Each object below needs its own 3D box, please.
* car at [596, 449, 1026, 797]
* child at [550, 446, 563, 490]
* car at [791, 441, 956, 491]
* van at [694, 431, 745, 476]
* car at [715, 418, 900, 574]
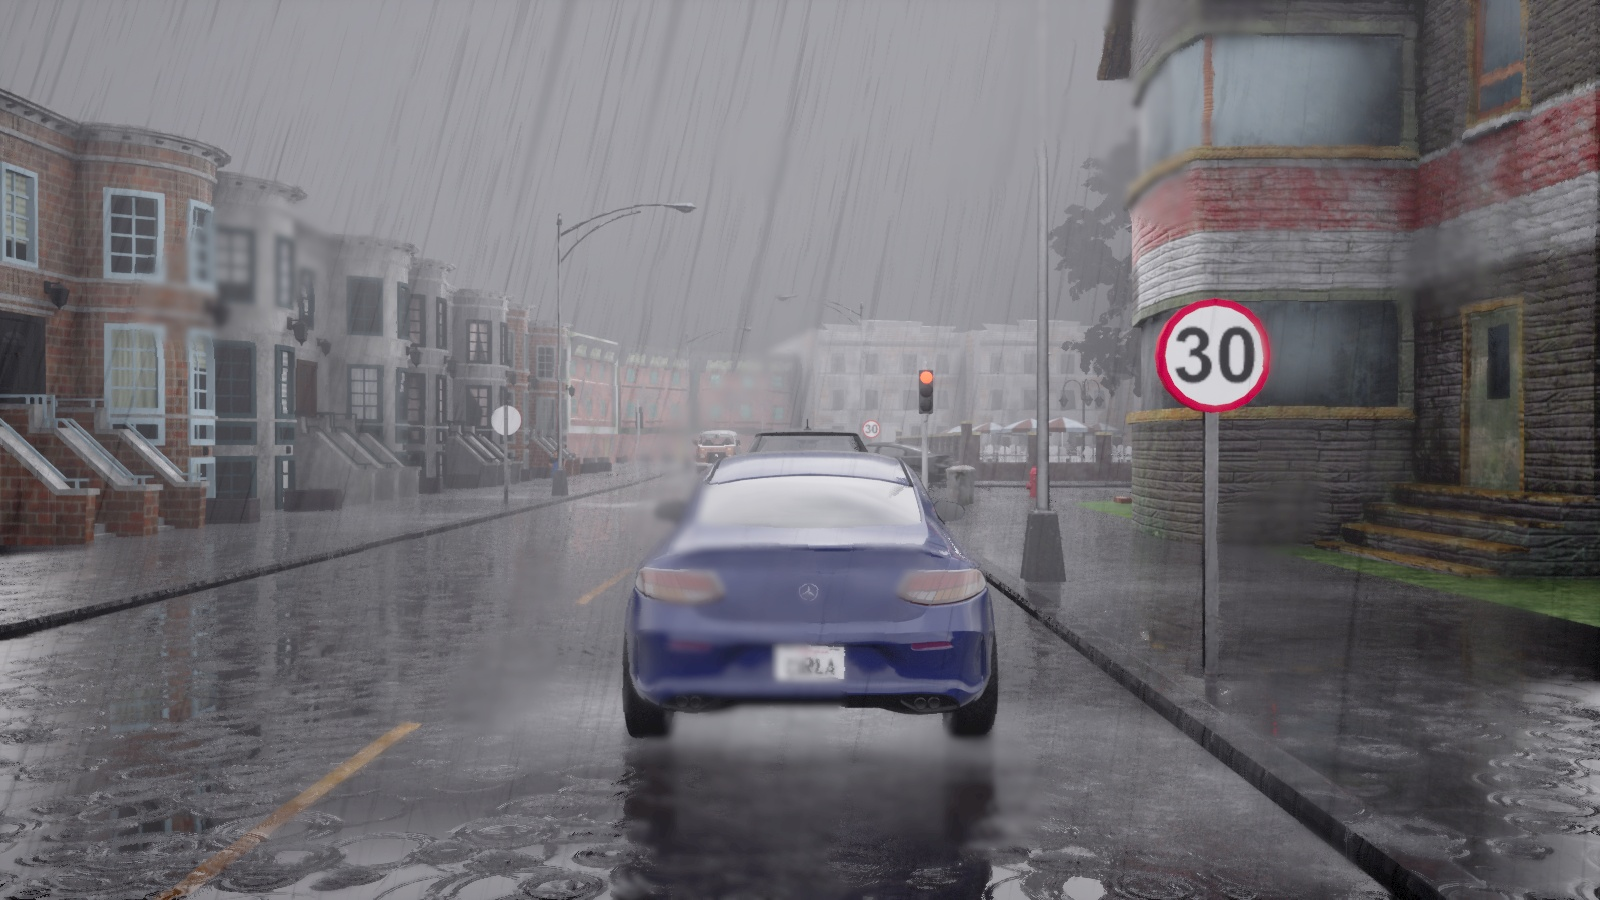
[{"bbox_3d":[0.058,0.729,7.638,1.812,1.442,4.674,0,0,0],"label":"car"},{"bbox_3d":[-7.100,0.524,36.605,0.270,1.263,0.437,0,0,6],"label":"child"},{"bbox_3d":[2.397,0.496,40.834,5.008,1.535,1.882,0,1,20],"label":"car"},{"bbox_3d":[-3.687,0.138,58.264,2.069,2.038,4.480,0,0,0],"label":"van"},{"bbox_3d":[0.102,0.512,16.547,2.097,1.767,4.553,0,0,0],"label":"car"}]
